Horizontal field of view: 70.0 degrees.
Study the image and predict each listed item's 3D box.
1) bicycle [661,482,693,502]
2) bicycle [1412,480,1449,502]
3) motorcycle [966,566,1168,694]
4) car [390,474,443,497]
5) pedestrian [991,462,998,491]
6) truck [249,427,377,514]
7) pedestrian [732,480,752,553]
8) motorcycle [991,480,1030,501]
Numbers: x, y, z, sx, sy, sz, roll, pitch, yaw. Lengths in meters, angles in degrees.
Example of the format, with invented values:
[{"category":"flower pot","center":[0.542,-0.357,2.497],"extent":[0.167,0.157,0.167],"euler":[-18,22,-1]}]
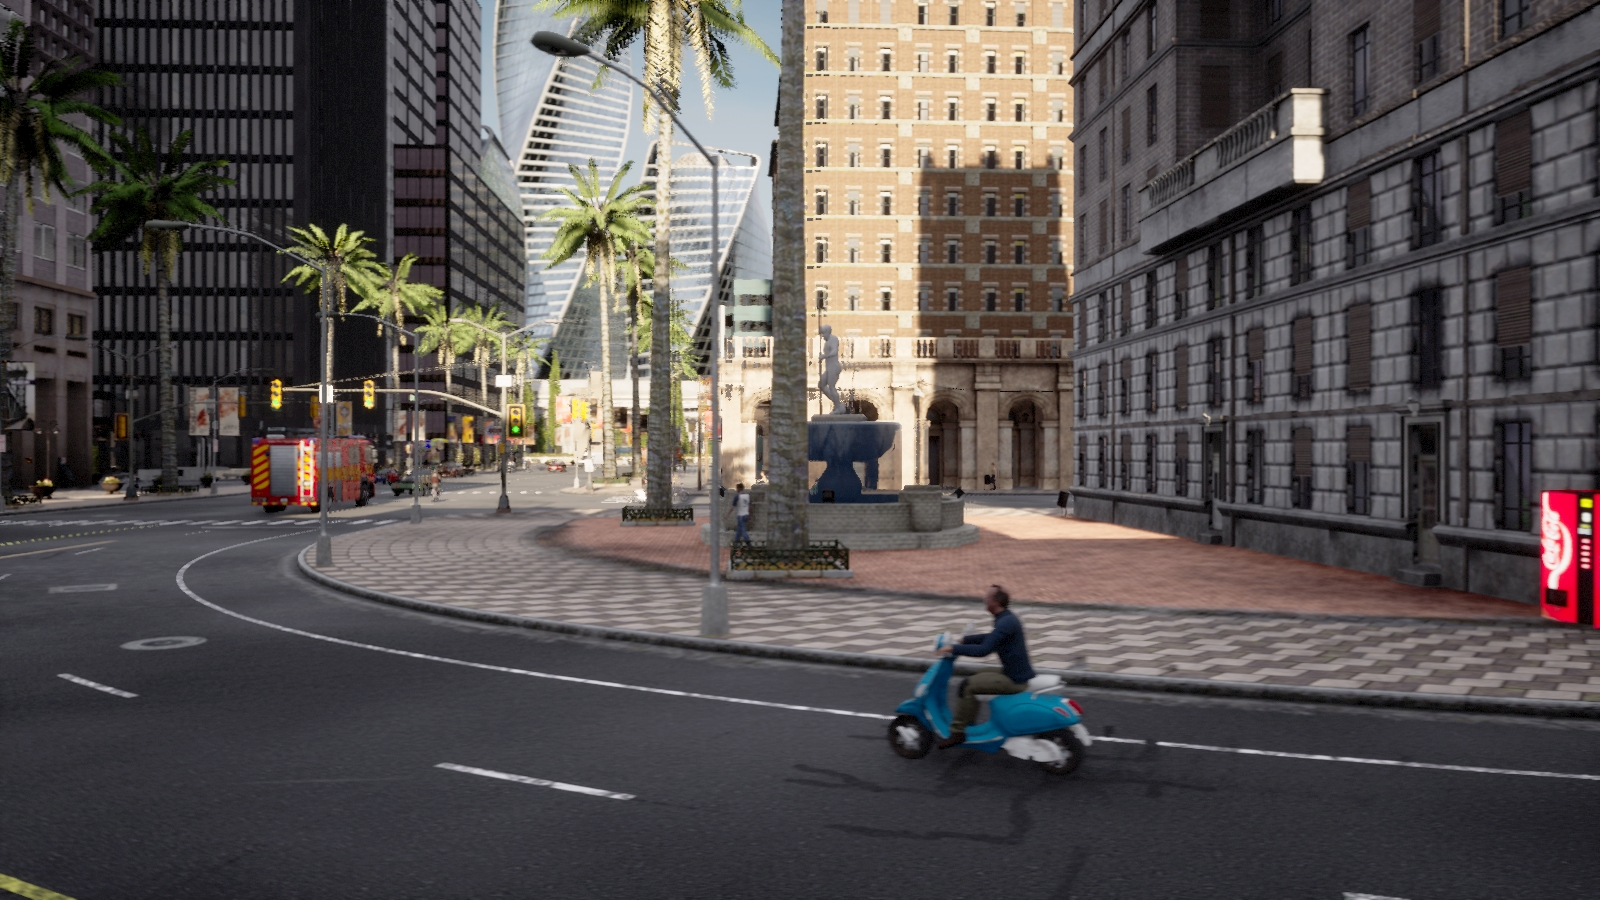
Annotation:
[{"category":"bicycle","center":[-6.747,2.287,62.641],"extent":[1.487,1.080,0.859],"euler":[0,0,22]},{"category":"bicycle","center":[34.271,2.249,62.122],"extent":[1.835,1.171,0.329],"euler":[0,0,-1]},{"category":"motorcycle","center":[3.283,2.178,14.221],"extent":[2.356,1.277,0.764],"euler":[0,-1,40]},{"category":"car","center":[-23.737,2.187,70.913],"extent":[1.895,1.301,4.718],"euler":[0,0,-3]},{"category":"pedestrian","center":[12.842,1.737,75.357],"extent":[0.375,1.860,0.375],"euler":[0,0,-10]},{"category":"truck","center":[-22.959,0.914,54.424],"extent":[2.891,3.827,8.468],"euler":[0,0,-3]},{"category":"pedestrian","center":[-1.510,1.711,29.702],"extent":[0.375,1.860,0.375],"euler":[0,0,44]},{"category":"motorcycle","center":[11.803,2.248,64.170],"extent":[2.033,1.145,0.803],"euler":[0,0,-4]}]
